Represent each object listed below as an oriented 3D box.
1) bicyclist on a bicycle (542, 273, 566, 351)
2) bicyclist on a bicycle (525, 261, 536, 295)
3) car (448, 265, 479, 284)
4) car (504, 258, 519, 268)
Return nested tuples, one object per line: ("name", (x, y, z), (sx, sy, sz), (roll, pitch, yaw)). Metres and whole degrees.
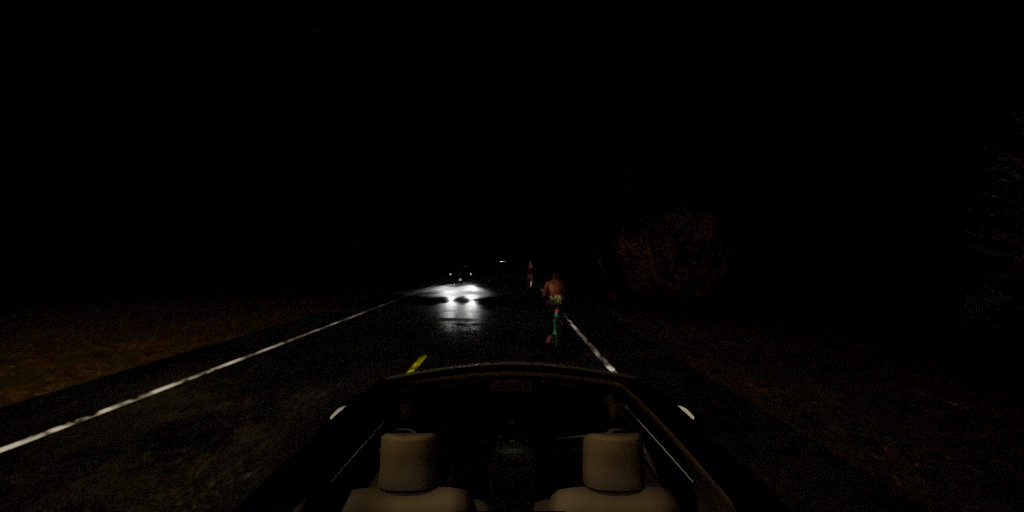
("bicyclist on a bicycle", (0.963, 1.203, 8.043), (0.582, 1.620, 1.656), (0, 0, 0))
("bicyclist on a bicycle", (0.963, 1.122, 18.626), (0.659, 1.776, 1.843), (0, 0, 0))
("car", (-3.600, 1.353, 27.226), (1.895, 1.301, 4.718), (0, 0, 0))
("car", (0.102, 1.319, 60.160), (1.994, 1.385, 4.181), (0, 0, 0))
